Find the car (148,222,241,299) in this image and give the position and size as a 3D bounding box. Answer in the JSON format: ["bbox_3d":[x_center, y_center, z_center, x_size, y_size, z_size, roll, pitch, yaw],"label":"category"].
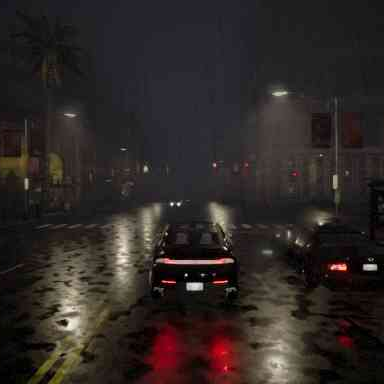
[{"bbox_3d":[0.060,1.491,8.425,2.128,1.511,4.902,0,0,0],"label":"car"}]

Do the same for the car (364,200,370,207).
[{"bbox_3d":[27.492,1.353,48.305,4.553,1.767,2.097,0,0,0],"label":"car"}]

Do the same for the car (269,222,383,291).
[{"bbox_3d":[3.563,1.547,9.127,2.033,1.411,5.357,0,0,0],"label":"car"}]

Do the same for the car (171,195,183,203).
[{"bbox_3d":[-3.492,1.595,71.623,1.895,1.301,4.718,0,0,0],"label":"car"}]

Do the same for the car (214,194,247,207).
[{"bbox_3d":[6.428,1.477,52.935,1.882,1.535,5.008,-1,1,-45],"label":"car"}]

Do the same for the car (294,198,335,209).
[{"bbox_3d":[16.629,1.547,44.733,5.357,1.411,2.033,0,0,0],"label":"car"}]

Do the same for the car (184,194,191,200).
[{"bbox_3d":[-1.783,1.354,95.488,2.097,1.767,4.553,0,0,13],"label":"car"}]
